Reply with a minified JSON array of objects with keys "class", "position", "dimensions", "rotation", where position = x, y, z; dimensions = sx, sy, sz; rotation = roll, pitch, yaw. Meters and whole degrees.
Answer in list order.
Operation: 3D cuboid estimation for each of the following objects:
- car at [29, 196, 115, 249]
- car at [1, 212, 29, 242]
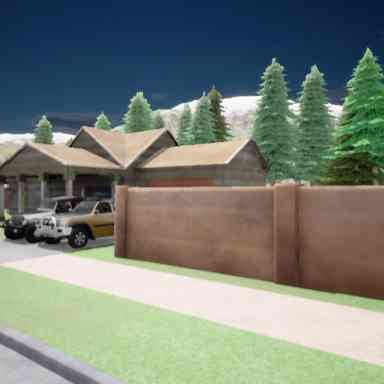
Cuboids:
[{"class":"car","position":[-3.941,1.153,13.850],"dimensions":[1.932,1.855,4.605],"rotation":[0,0,35]},{"class":"car","position":[-6.216,1.155,14.988],"dimensions":[1.905,1.878,3.866],"rotation":[0,0,35]}]
